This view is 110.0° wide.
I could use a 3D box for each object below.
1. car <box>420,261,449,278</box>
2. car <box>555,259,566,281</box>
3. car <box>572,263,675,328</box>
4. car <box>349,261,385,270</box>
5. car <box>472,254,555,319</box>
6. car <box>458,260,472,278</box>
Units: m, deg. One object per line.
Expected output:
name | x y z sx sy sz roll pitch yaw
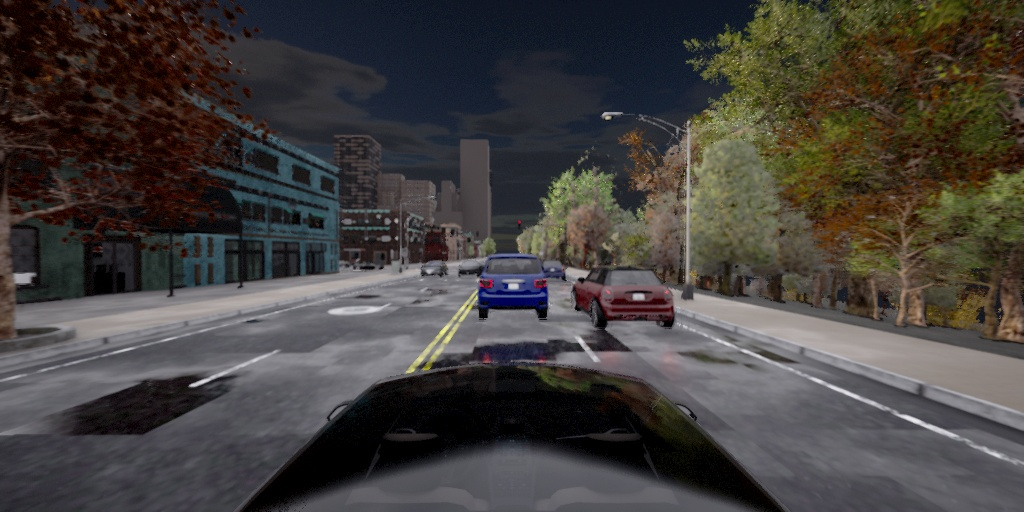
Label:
car | -7.007 1.168 32.782 2.128 1.511 4.902 0 0 -1
car | 2.989 1.037 28.825 2.097 1.767 4.553 0 0 -1
car | 3.257 1.076 11.411 2.097 1.767 4.553 0 0 -1
car | -20.690 1.449 51.846 4.313 1.339 1.948 0 0 -1
car | -0.005 0.944 12.760 2.150 2.045 5.566 0 0 -1
car | -3.756 1.153 32.641 1.882 1.535 5.008 0 0 -1
